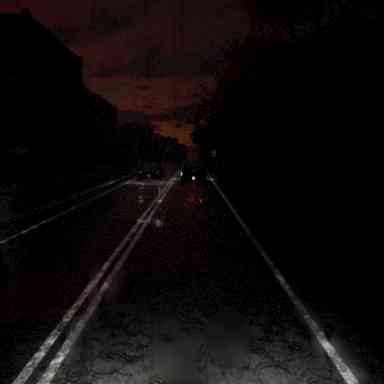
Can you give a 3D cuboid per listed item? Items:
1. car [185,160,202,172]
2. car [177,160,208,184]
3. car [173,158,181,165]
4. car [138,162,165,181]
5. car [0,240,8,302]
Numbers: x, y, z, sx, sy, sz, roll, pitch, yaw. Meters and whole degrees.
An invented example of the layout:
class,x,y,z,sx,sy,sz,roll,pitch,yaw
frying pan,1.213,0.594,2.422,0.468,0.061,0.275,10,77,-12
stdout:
class,x,y,z,sx,sy,sz,roll,pitch,yaw
car,0.180,-3.198,40.902,1.895,1.301,4.718,0,6,0
car,0.119,-1.439,24.788,1.837,1.490,4.892,0,6,0
car,-3.016,-6.298,69.307,2.033,1.411,5.357,0,6,0
car,-3.310,-1.768,27.773,1.812,1.442,4.674,0,7,0
car,-3.339,1.088,1.799,2.150,2.045,5.566,0,7,0
